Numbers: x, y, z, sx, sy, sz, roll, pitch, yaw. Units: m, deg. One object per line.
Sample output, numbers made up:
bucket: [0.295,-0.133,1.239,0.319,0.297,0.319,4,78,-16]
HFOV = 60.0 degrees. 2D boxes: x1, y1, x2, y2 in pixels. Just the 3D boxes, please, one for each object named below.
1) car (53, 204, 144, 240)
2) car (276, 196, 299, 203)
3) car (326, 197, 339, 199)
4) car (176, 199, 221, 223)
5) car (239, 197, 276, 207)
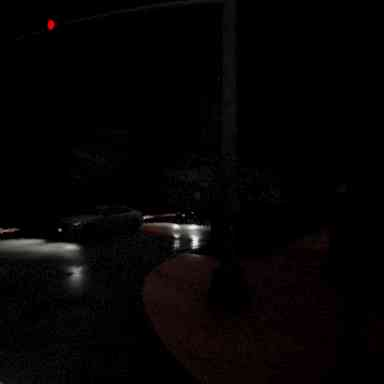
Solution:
car: [-4.266,1.310,15.911,1.812,1.442,4.674,0,0,33]
car: [11.438,1.261,39.859,2.128,1.511,4.902,0,0,33]
car: [19.018,1.329,44.722,2.033,1.411,5.357,0,0,33]
car: [0.791,1.284,23.653,1.837,1.490,4.892,0,0,33]
car: [5.827,1.266,31.333,2.128,1.511,4.902,0,0,33]
